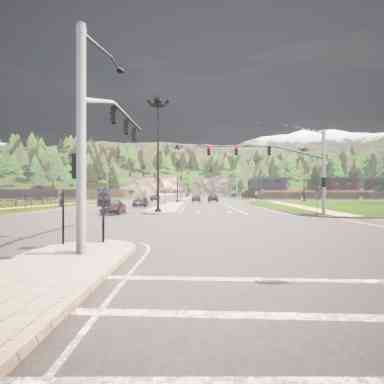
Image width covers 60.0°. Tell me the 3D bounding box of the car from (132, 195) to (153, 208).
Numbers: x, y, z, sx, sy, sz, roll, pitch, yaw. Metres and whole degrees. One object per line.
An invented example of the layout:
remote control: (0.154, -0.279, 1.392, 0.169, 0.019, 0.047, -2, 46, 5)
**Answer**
car: (-7.509, 1.492, 48.622, 2.128, 1.511, 4.902, 0, 0, 1)

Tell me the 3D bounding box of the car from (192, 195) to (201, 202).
car: (0.877, 1.358, 69.806, 2.128, 1.511, 4.902, 0, 0, 1)

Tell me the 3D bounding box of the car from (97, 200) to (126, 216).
car: (-7.733, 1.525, 32.754, 1.812, 1.442, 4.674, 0, 0, 1)

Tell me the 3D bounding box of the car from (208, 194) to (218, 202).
car: (4.376, 1.188, 69.730, 2.097, 1.767, 4.553, 0, 0, 1)

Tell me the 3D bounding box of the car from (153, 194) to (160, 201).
car: (-7.195, 1.218, 64.689, 1.837, 1.490, 4.892, 0, 0, 1)
